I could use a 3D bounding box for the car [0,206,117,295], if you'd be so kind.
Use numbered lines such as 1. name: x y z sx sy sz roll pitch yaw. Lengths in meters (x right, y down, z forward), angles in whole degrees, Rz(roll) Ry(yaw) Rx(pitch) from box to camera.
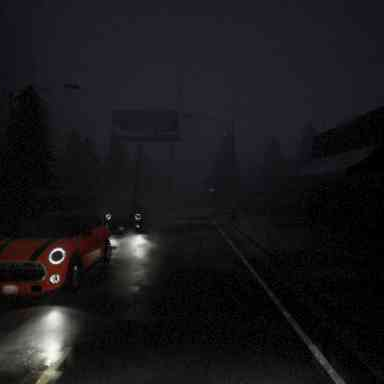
1. car: -3.628 1.336 8.870 2.097 1.767 4.553 0 0 0

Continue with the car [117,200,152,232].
1. car: -3.638 1.316 19.494 2.097 1.767 4.553 0 0 0

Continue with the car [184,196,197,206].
1. car: -0.233 1.375 52.879 2.128 1.511 4.902 0 0 0
